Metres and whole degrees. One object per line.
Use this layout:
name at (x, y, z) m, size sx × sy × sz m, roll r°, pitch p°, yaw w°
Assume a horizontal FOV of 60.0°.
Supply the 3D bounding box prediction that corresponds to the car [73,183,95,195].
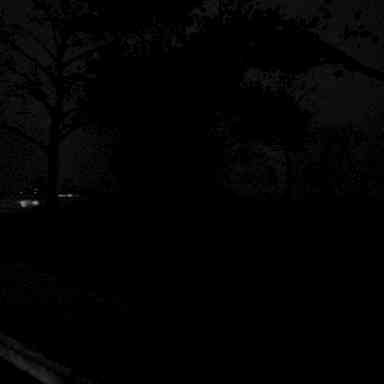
car at (-19.829, -0.496, 61.295) m, size 2.097 × 1.767 × 4.553 m, roll 0°, pitch 2°, yaw -5°

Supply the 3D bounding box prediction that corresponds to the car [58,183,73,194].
car at (-23.150, -0.661, 61.933) m, size 2.150 × 2.045 × 5.566 m, roll 0°, pitch 3°, yaw -4°

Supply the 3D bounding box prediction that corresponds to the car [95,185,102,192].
car at (-20.622, -0.834, 71.296) m, size 2.033 × 1.411 × 5.357 m, roll 0°, pitch 2°, yaw -4°

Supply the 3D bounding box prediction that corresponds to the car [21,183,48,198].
car at (-21.975, -0.283, 46.857) m, size 2.150 × 2.045 × 5.566 m, roll 0°, pitch -1°, yaw -4°
